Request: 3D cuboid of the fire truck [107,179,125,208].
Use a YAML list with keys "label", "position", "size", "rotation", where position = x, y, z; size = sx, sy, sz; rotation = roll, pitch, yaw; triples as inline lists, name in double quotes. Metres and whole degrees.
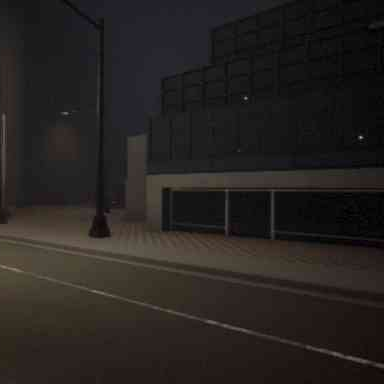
- label: "fire truck"
  position: [-8.642, 0.194, 47.833]
  size: [2.891, 3.827, 8.468]
  rotation: [1, 0, 36]
